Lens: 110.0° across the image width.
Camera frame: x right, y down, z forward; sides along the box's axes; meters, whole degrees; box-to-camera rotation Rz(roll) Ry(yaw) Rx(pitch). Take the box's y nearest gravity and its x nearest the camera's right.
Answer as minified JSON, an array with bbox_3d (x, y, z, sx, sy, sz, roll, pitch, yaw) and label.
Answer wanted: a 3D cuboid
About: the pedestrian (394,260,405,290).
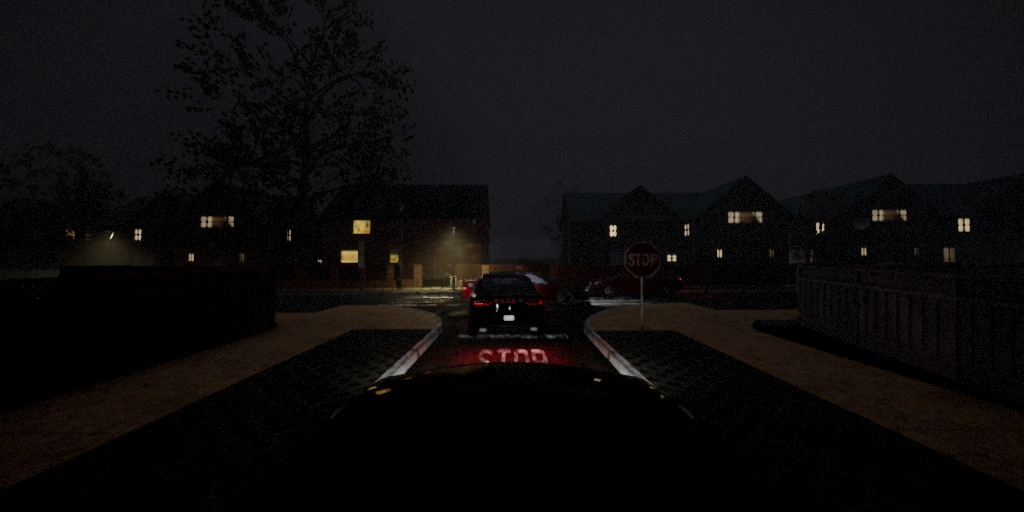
[{"bbox_3d":[-6.677,1.101,21.212,0.375,1.860,0.375,0,-1,1],"label":"pedestrian"}]

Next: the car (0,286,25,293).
[{"bbox_3d":[-23.998,1.565,15.602,4.181,1.385,1.994,-1,-1,1],"label":"car"}]

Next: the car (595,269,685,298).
[{"bbox_3d":[6.191,1.294,18.094,4.674,1.442,1.812,-1,-1,1],"label":"car"}]

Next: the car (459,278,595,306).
[{"bbox_3d":[0.496,1.320,15.225,5.357,1.411,2.033,0,-1,1],"label":"car"}]

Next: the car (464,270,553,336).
[{"bbox_3d":[-0.267,1.220,10.473,1.882,1.535,5.008,0,0,-5],"label":"car"}]

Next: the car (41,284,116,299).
[{"bbox_3d":[-21.273,1.569,18.510,4.674,1.442,1.812,-1,-1,1],"label":"car"}]
